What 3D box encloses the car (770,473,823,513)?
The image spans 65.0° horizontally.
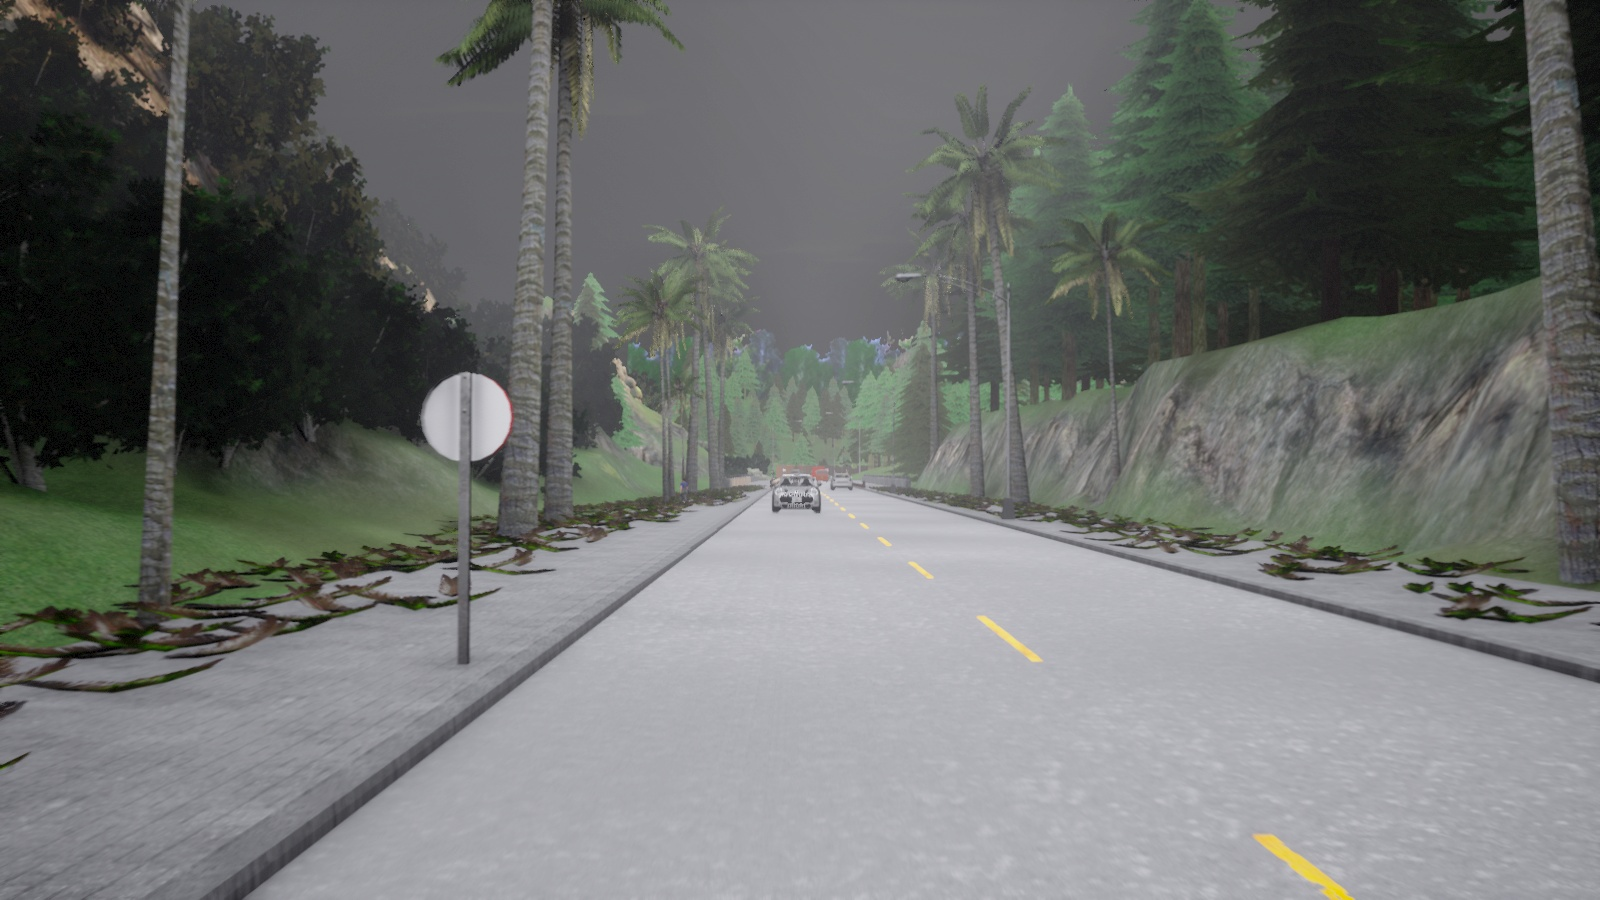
[{"bbox_3d":[-0.123,1.654,48.718,1.970,1.475,3.806,0,-1,0],"label":"car"}]
